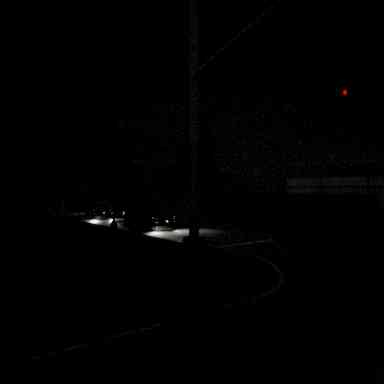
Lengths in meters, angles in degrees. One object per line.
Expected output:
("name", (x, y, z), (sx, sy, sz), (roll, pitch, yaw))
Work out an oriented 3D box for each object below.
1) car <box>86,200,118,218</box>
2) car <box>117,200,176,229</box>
("car", (-8.424, 1.500, 30.059), (1.837, 1.490, 4.892), (0, 0, -26))
("car", (-2.897, 1.501, 21.814), (1.837, 1.490, 4.892), (0, 0, -36))
